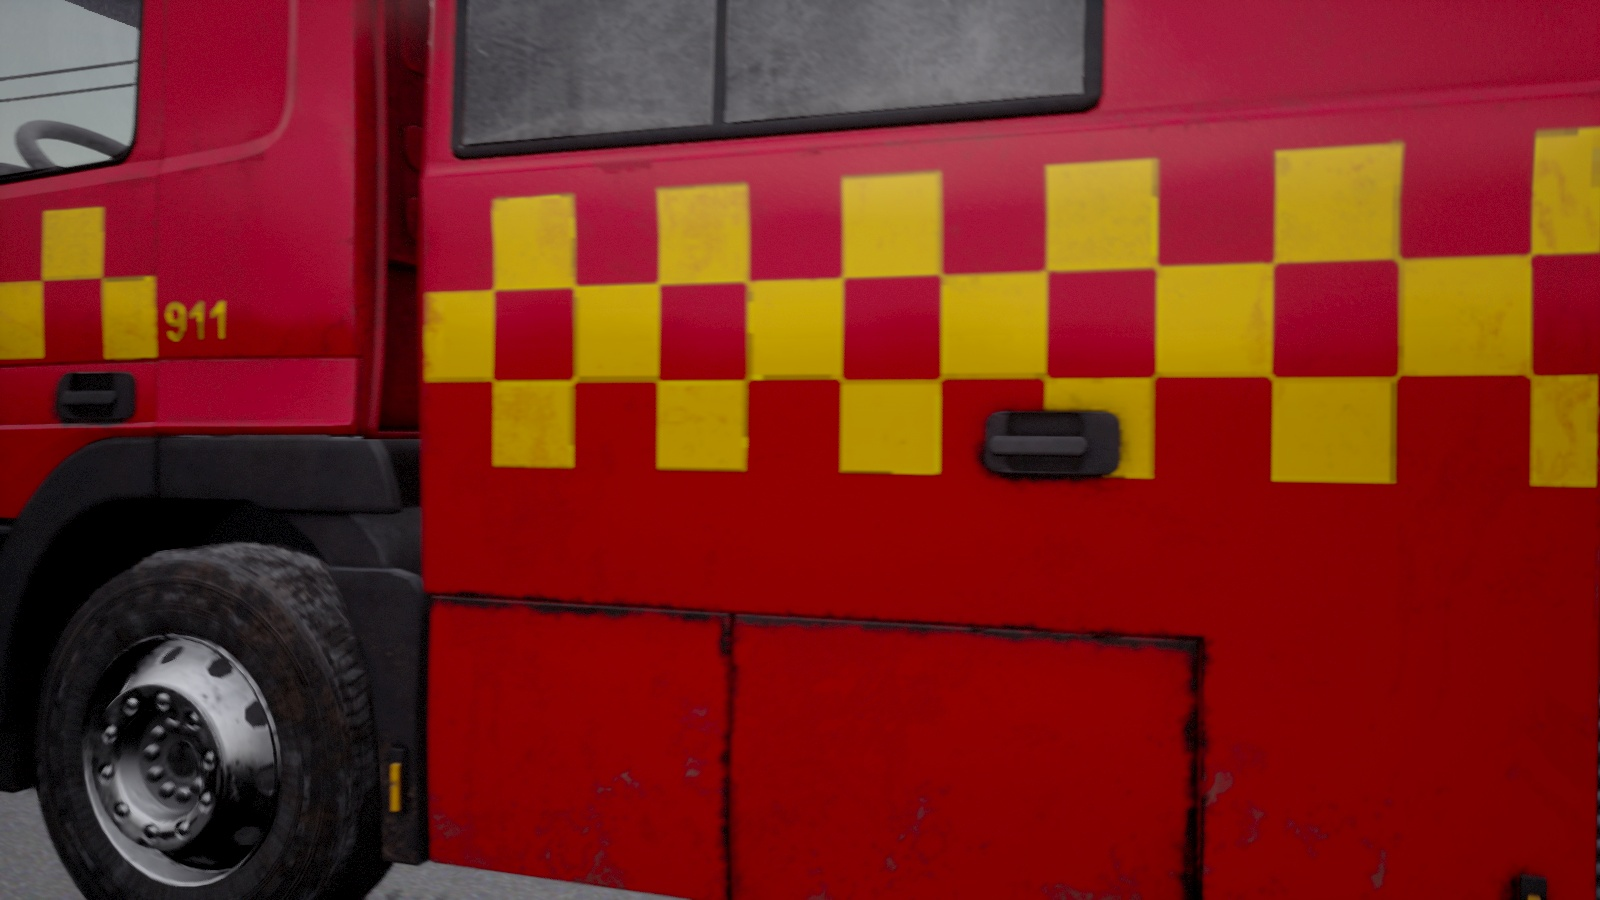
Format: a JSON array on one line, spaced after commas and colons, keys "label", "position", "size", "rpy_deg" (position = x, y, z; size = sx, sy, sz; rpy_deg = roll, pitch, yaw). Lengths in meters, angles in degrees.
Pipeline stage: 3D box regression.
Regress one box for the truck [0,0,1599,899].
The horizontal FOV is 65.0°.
[{"label": "truck", "position": [0.930, -0.494, 3.879], "size": [8.468, 3.827, 2.891], "rpy_deg": [0, 1, 19]}]
